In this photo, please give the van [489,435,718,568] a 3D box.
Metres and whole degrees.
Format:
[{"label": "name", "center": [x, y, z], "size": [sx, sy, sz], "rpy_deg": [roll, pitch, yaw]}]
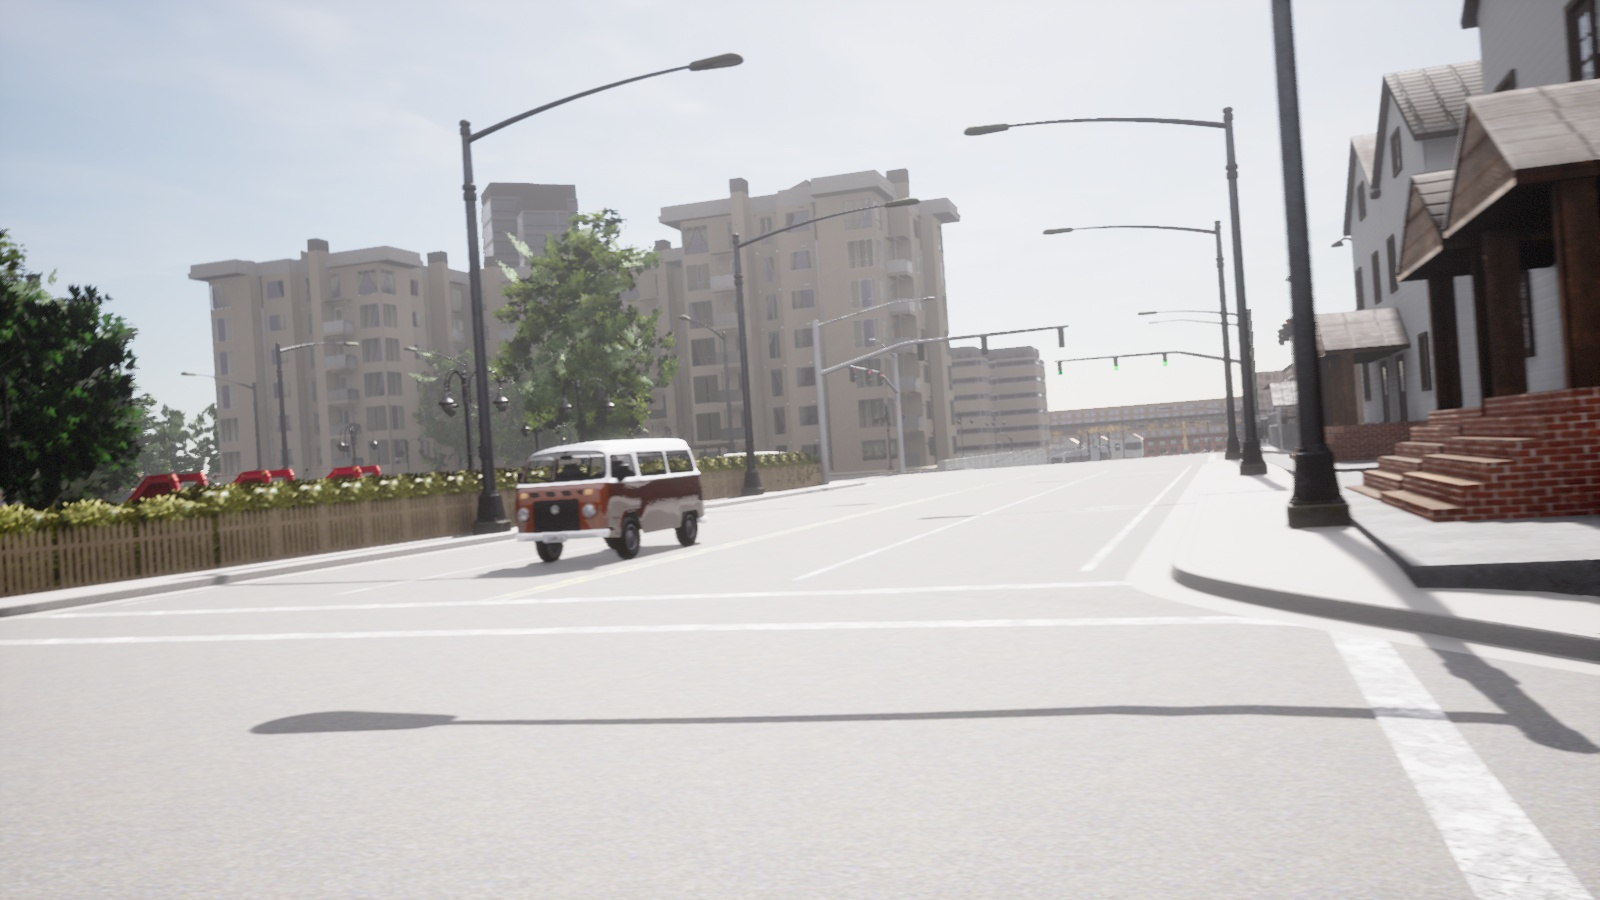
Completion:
[{"label": "van", "center": [-3.350, 0.832, 22.395], "size": [2.069, 2.038, 4.480], "rpy_deg": [-4, 0, 19]}]
